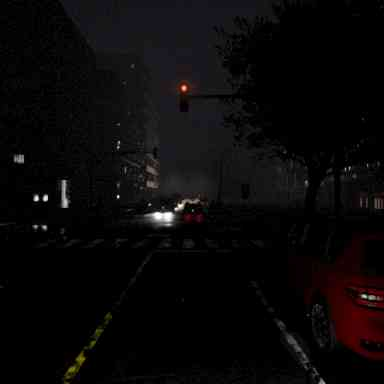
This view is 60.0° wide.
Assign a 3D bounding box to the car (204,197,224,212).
[{"bbox_3d":[2.703,1.550,38.310,1.887,1.381,4.507,0,0,0],"label":"car"}]

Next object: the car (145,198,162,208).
[{"bbox_3d":[-5.674,1.565,49.379,2.008,1.369,4.403,0,0,0],"label":"car"}]

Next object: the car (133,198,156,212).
[{"bbox_3d":[-5.677,1.556,38.313,2.008,1.369,4.403,0,0,0],"label":"car"}]

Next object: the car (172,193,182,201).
[{"bbox_3d":[-3.027,1.248,62.945,2.150,2.045,5.566,0,0,1],"label":"car"}]

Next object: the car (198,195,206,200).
[{"bbox_3d":[2.719,1.622,93.637,2.008,1.369,4.403,0,0,0],"label":"car"}]

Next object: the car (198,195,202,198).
[{"bbox_3d":[2.711,1.614,65.973,1.802,1.307,4.206,0,0,0],"label":"car"}]

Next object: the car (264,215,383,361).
[{"bbox_3d":[2.695,1.314,5.922,2.192,1.841,5.009,0,0,0],"label":"car"}]

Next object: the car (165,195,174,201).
[{"bbox_3d":[-5.664,1.493,82.575,1.967,1.590,4.097,0,0,0],"label":"car"}]

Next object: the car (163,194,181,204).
[{"bbox_3d":[-3.071,1.492,49.430,1.882,1.535,5.008,0,0,0],"label":"car"}]

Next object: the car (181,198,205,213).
[{"bbox_3d":[0.112,1.605,36.773,1.895,1.301,4.718,0,0,0],"label":"car"}]

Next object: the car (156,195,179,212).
[{"bbox_3d":[-3.081,1.498,39.209,2.128,1.511,4.902,0,0,2],"label":"car"}]

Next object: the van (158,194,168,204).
[{"bbox_3d":[-5.669,1.373,65.977,1.690,1.788,3.998,0,0,0],"label":"van"}]

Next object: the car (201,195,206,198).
[{"bbox_3d":[2.706,1.540,49.546,1.752,1.417,4.829,0,0,0],"label":"car"}]

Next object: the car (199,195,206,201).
[{"bbox_3d":[2.718,1.606,88.105,1.887,1.381,4.507,0,0,0],"label":"car"}]
